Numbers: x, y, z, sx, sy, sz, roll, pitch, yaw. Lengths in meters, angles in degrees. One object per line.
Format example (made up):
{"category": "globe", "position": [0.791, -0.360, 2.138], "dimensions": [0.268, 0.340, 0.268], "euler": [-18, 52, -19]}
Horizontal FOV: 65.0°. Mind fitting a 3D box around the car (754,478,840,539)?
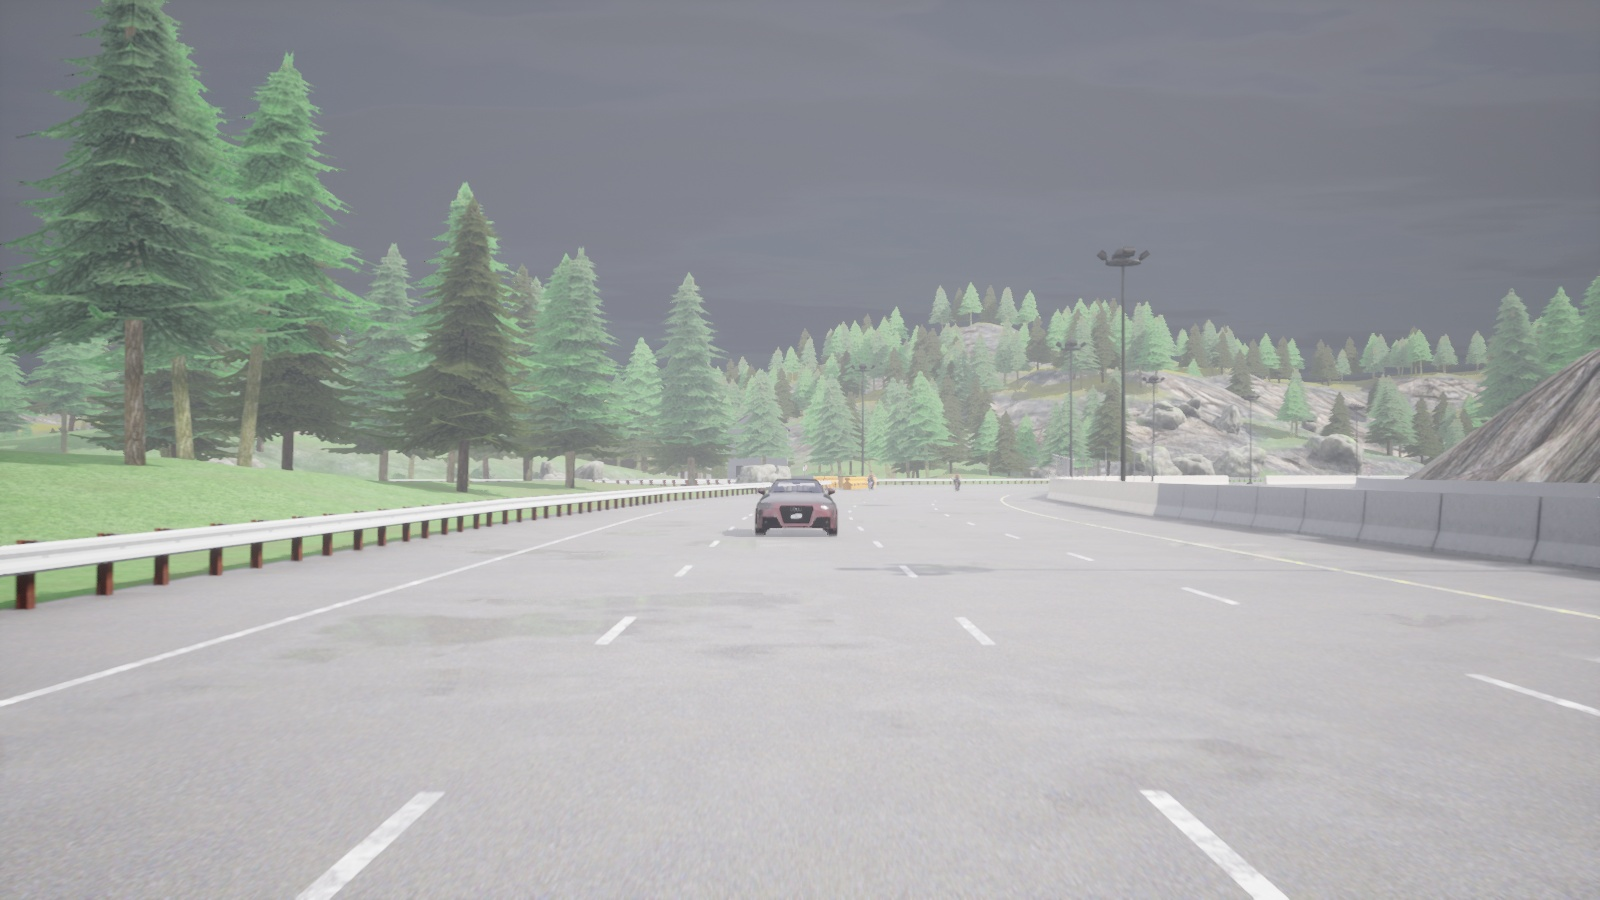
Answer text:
{"category": "car", "position": [-0.077, 1.401, 31.166], "dimensions": [1.994, 1.385, 4.181], "euler": [0, -1, 0]}
